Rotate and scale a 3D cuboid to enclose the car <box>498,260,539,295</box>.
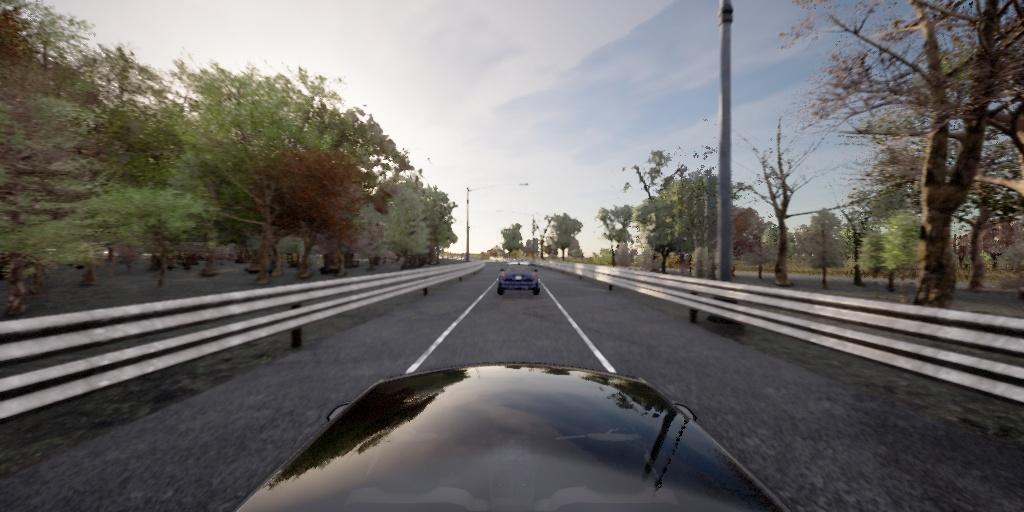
[{"bbox_3d":[0.382,1.123,20.284,2.097,1.767,4.553,0,0,1],"label":"car"}]
